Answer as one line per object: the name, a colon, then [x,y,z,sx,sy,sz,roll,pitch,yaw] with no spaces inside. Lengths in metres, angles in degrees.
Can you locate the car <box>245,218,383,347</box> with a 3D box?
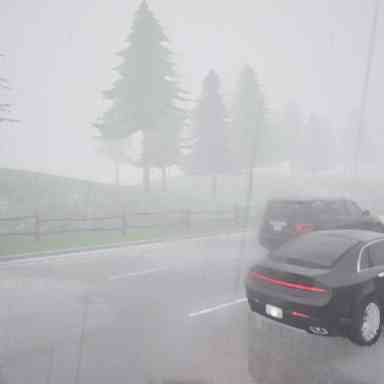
car: [3.145,1.483,6.336,4.892,1.490,1.837,-1,0,-37]

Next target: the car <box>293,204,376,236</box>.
car: [8.250,1.488,19.036,5.357,1.411,2.033,-1,0,-38]

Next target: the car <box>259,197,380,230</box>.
car: [4.768,1.190,11.923,5.566,2.045,2.150,-1,0,-38]
